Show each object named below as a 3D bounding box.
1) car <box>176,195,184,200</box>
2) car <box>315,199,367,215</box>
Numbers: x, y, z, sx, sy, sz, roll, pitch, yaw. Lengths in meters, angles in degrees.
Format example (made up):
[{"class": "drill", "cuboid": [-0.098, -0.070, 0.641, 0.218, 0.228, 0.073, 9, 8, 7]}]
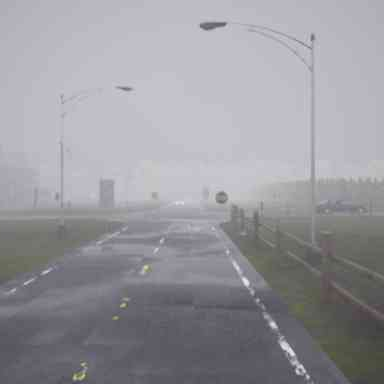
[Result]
[{"class": "car", "cuboid": [-2.962, 1.429, 83.141, 1.895, 1.301, 4.718, 0, 0, 0]}, {"class": "car", "cuboid": [13.836, 1.389, 31.408, 5.008, 1.535, 1.882, -1, -1, 0]}]
